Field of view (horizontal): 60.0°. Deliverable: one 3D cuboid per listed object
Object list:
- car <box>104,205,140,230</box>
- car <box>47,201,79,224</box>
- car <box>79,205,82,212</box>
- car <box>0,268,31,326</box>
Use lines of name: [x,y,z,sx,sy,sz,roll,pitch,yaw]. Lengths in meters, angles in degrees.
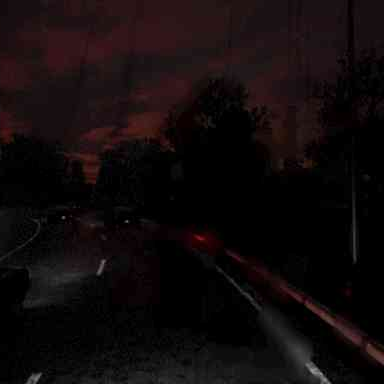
car: [-4.826,1.646,22.541,1.882,1.535,5.008,0,0,-21]
car: [-10.477,1.703,26.537,1.812,1.442,4.674,1,-1,-26]
car: [-14.835,1.821,39.358,2.033,1.411,5.357,1,-1,-40]
car: [-3.800,1.641,4.164,1.895,1.301,4.718,0,0,-5]
